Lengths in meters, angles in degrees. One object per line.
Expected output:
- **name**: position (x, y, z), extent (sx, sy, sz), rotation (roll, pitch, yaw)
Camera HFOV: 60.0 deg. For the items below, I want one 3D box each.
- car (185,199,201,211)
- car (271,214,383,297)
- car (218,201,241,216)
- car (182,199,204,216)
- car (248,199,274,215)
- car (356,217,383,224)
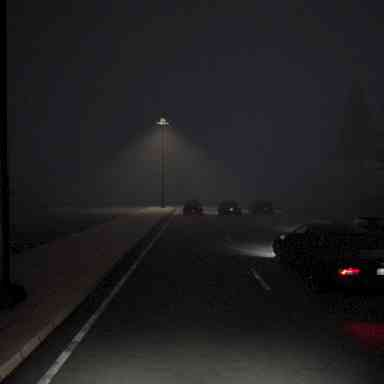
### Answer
- **car**: position (0.092, 1.564, 42.208), extent (1.994, 1.385, 4.181), rotation (0, 0, 0)
- **car**: position (3.601, 1.547, 8.742), extent (2.033, 1.411, 5.357), rotation (0, 0, 0)
- **car**: position (3.594, 1.564, 32.345), extent (1.994, 1.385, 4.181), rotation (0, 0, 0)
- **car**: position (0.093, 1.526, 32.793), extent (1.812, 1.442, 4.674), rotation (0, 0, 0)
- **car**: position (7.096, 1.478, 34.559), extent (1.882, 1.535, 5.008), rotation (0, -1, 0)
- **car**: position (7.100, 1.601, 12.848), extent (1.895, 1.301, 4.718), rotation (0, 0, 0)
